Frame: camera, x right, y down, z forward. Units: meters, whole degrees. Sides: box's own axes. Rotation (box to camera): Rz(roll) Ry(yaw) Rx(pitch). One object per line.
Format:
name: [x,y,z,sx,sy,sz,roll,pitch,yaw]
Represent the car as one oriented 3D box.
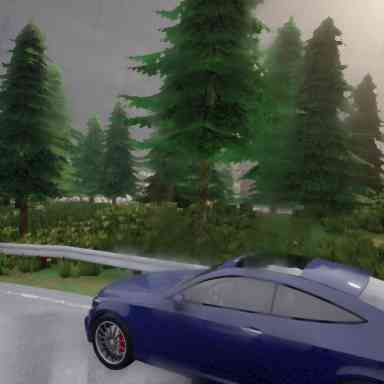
car: [0.779,1.499,4.083,4.674,1.442,1.812,1,1,31]
